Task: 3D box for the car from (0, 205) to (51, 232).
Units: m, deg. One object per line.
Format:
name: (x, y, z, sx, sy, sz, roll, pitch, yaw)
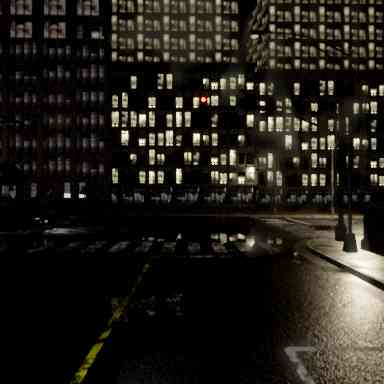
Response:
car: (-10.236, 1.447, 18.775, 4.181, 1.385, 1.994, 1, 0, -1)
